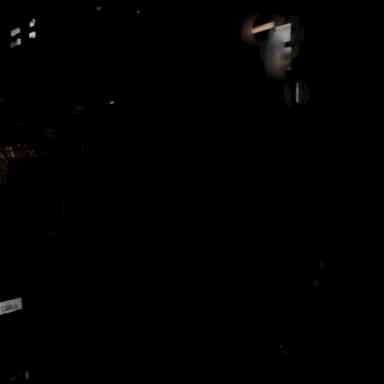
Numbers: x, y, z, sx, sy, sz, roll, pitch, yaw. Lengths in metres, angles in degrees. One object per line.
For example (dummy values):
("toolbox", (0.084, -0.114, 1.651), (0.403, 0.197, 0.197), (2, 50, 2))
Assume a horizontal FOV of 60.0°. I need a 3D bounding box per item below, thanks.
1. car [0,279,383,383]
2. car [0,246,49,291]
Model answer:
("car", (0.392, 1.582, 2.430), (4.206, 1.307, 1.802), (0, 1, 36))
("car", (-4.126, 1.564, 5.652), (4.313, 1.339, 1.947), (0, 1, 36))
